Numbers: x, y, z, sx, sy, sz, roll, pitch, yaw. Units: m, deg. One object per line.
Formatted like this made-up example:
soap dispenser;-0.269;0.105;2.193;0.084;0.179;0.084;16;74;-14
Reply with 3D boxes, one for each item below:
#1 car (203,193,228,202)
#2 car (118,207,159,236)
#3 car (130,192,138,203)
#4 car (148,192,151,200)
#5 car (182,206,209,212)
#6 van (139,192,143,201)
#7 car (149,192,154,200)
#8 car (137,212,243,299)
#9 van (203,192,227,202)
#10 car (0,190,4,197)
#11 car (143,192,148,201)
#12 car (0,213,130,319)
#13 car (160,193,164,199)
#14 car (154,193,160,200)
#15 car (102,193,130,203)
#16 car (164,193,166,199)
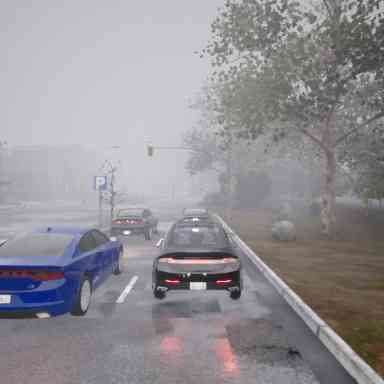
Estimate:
car;4.698;1.141;67.339;4.553;1.767;2.185;1;0;-14
car;-2.829;1.530;16.991;1.837;1.490;4.892;0;0;1
car;-13.770;1.315;64.775;5.366;1.575;1.946;-1;0;-15
car;-12.605;1.359;76.733;4.674;1.452;2.002;-1;0;-13
car;0.180;1.530;17.906;1.837;1.490;4.892;0;0;0
van;-13.208;1.093;70.767;4.442;1.987;1.878;-1;0;-14
car;-12.231;1.359;79.734;4.674;1.452;2.002;-1;0;-13
car;0.115;1.503;8.494;2.128;1.511;4.902;0;0;0
van;4.313;1.042;64.369;4.442;1.987;1.878;1;0;-14
car;-31.141;0.137;52.659;2.002;1.452;4.674;6;-3;-19
car;-12.979;1.321;73.738;4.892;1.521;2.231;-1;0;-14
car;-2.888;1.487;7.560;1.882;1.535;5.008;0;0;0
car;-10.962;1.065;88.722;5.566;2.045;2.435;-1;0;-12
car;-11.413;1.357;85.716;4.674;1.452;2.002;-1;0;-12
car;-14.416;1.358;61.783;4.792;1.488;2.163;-1;0;-15
car;-10.539;1.316;91.701;5.008;1.535;2.097;-1;0;-12
